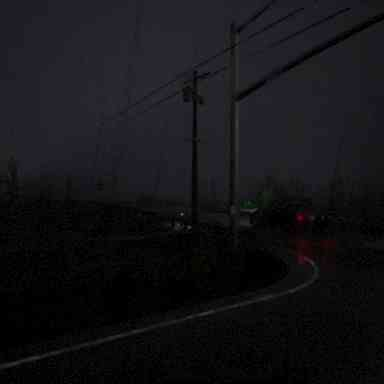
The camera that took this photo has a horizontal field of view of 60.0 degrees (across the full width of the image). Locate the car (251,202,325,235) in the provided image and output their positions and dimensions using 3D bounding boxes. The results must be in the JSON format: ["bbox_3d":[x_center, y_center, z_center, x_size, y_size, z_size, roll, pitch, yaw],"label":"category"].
[{"bbox_3d":[5.379,1.336,19.252,2.097,1.767,4.553,1,2,-25],"label":"car"}]
